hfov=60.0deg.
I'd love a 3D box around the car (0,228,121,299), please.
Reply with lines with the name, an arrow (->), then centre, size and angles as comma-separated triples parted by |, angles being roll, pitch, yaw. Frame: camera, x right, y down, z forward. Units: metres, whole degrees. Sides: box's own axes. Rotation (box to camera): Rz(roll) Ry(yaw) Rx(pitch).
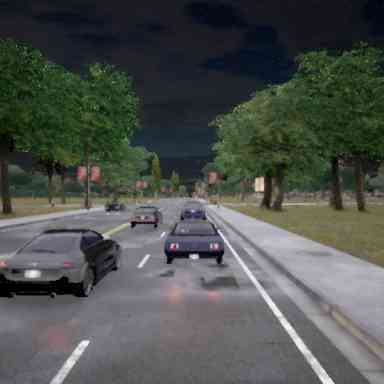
car -> -3.182, 1.631, 8.692 | 1.994, 1.385, 4.181 | 0, 0, 0

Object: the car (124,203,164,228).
car -> -3.179, 1.739, 24.069 | 2.033, 1.411, 5.357 | 0, 0, 0

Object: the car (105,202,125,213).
car -> -9.826, 1.926, 42.848 | 1.994, 1.385, 4.181 | 0, -1, 0

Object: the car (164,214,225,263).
car -> 0.084, 1.696, 12.339 | 1.895, 1.301, 4.718 | 0, 0, 0

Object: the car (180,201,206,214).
car -> 0.091, 1.584, 28.791 | 2.097, 1.767, 4.553 | 0, 0, 0
